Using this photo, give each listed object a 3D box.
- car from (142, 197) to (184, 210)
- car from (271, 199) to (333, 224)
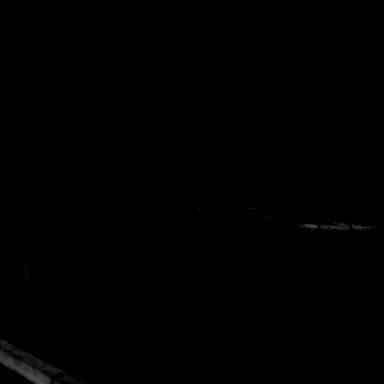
[{"bbox_3d":[-3.383,1.314,39.063,5.008,1.535,1.882,0,0,11],"label":"car"},{"bbox_3d":[7.646,1.304,23.527,1.882,1.535,5.008,0,0,-23],"label":"car"}]
